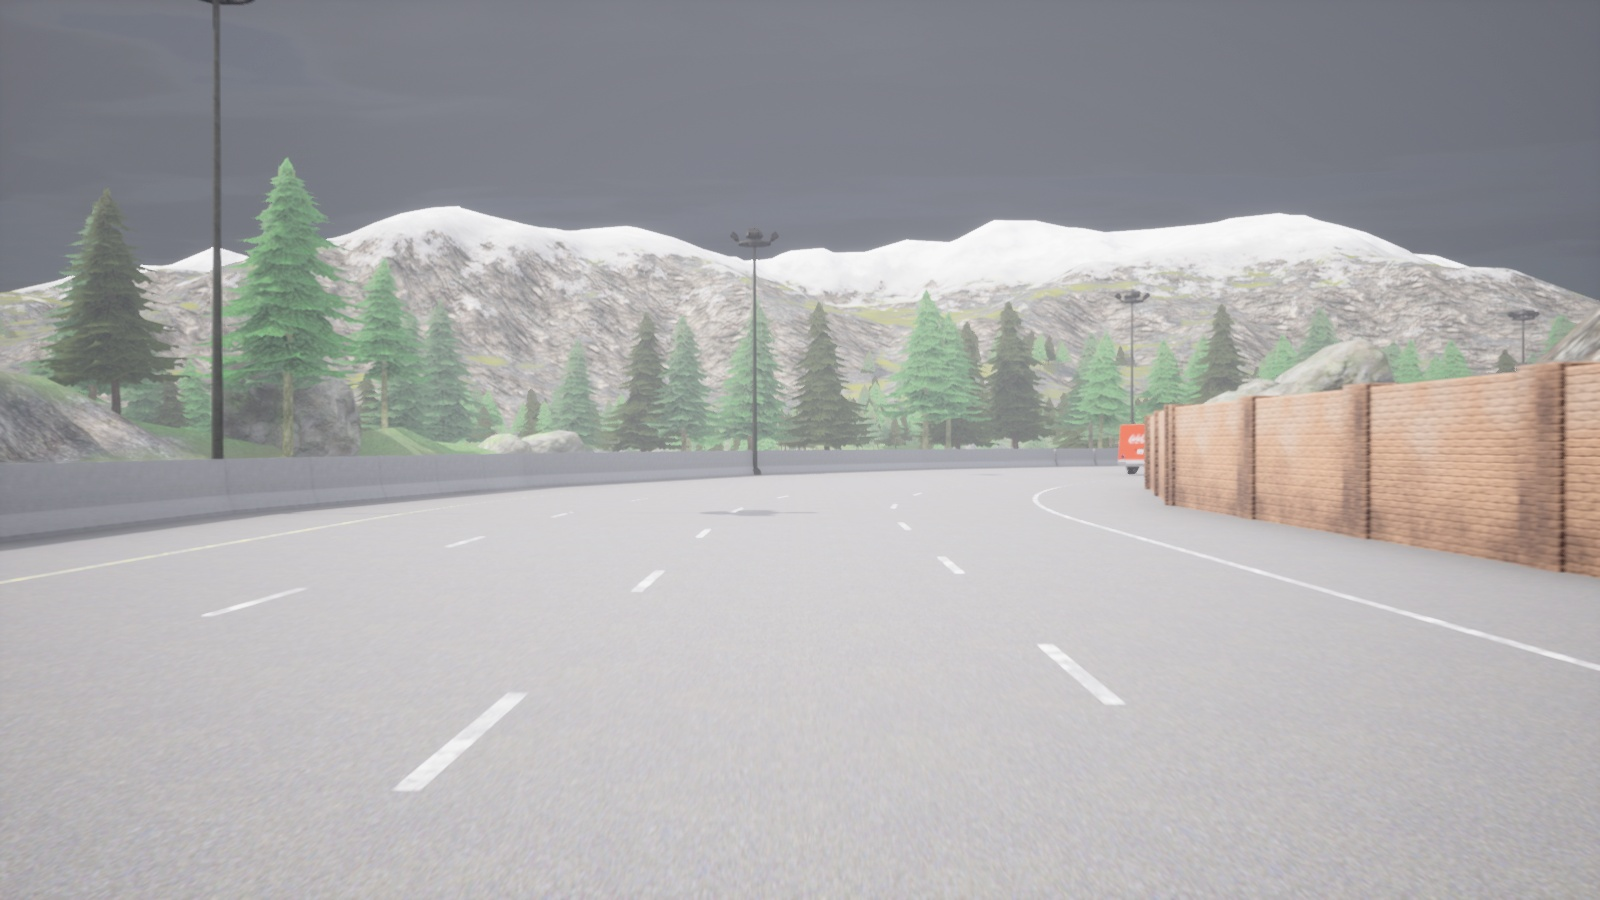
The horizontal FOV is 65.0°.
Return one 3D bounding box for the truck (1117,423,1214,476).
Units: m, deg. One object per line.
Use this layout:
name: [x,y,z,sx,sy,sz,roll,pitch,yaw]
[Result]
truck: [18.044,-0.029,61.869,2.627,2.467,5.204,0,0,41]
